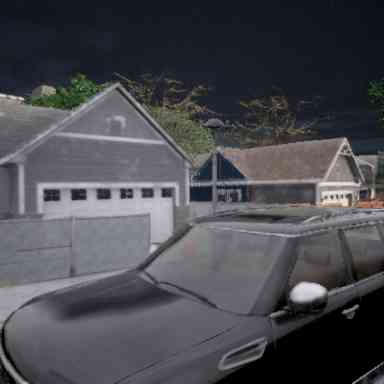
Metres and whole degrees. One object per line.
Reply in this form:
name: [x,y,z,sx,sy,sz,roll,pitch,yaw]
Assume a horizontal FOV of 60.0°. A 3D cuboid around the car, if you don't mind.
car: [0.842,1.230,3.789,5.566,2.045,2.150,0,0,-37]
